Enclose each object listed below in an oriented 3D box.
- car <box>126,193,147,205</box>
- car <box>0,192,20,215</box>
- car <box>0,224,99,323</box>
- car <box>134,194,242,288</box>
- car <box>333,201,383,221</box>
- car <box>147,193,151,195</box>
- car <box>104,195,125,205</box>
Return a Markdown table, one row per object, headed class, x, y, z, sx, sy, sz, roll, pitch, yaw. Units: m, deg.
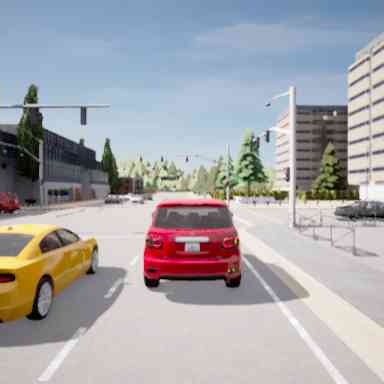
| class | x | y | z | sx | sy | sz | roll | pitch | yaw |
| --- | --- | --- | --- | --- | --- | --- | --- | --- | --- |
| car | -8.443 | 1.140 | 50.833 | 1.812 | 1.442 | 4.674 | 0 | 0 | -1 |
| car | -18.377 | 0.995 | 29.679 | 5.566 | 2.045 | 2.150 | 0 | 0 | 0 |
| car | -3.482 | 1.422 | 7.204 | 1.882 | 1.535 | 5.008 | 0 | 0 | 0 |
| car | 0.012 | 1.151 | 9.191 | 2.150 | 2.045 | 5.566 | 0 | 0 | 0 |
| car | 13.293 | 1.362 | 24.293 | 5.357 | 1.411 | 2.033 | 0 | 0 | 3 |
| car | -8.809 | 1.000 | 66.225 | 1.837 | 1.490 | 4.892 | 0 | 1 | -1 |
| car | -11.936 | 1.179 | 50.593 | 1.994 | 1.385 | 4.181 | 0 | 1 | -1 |
